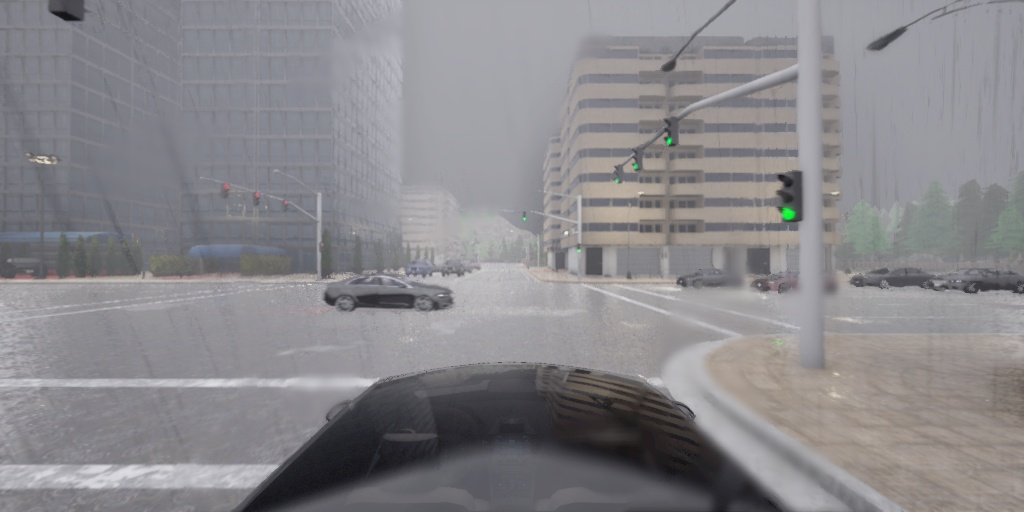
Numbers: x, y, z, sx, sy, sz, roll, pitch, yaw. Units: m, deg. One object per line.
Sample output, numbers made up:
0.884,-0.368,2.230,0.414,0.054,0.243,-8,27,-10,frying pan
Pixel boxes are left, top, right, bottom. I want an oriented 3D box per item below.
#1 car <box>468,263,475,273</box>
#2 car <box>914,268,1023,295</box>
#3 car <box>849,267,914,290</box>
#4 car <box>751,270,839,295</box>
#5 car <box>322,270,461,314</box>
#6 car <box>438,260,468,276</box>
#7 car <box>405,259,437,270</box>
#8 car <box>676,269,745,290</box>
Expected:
-7.122,1.901,53.884,1.994,1.385,4.181,0,-1,0,car
27.858,1.473,21.437,4.902,1.511,2.128,0,-1,-1,car
26.356,1.523,24.922,4.892,1.490,1.837,-1,-1,0,car
16.734,1.541,21.329,4.181,1.385,1.994,0,-1,-1,car
-4.720,1.435,13.994,4.902,1.511,2.128,1,-1,-1,car
-7.125,1.446,43.864,2.150,2.045,5.566,0,-1,0,car
-10.620,1.417,41.393,2.150,2.045,5.566,0,-1,0,car
13.665,1.579,24.797,4.181,1.385,1.994,0,-1,-1,car
